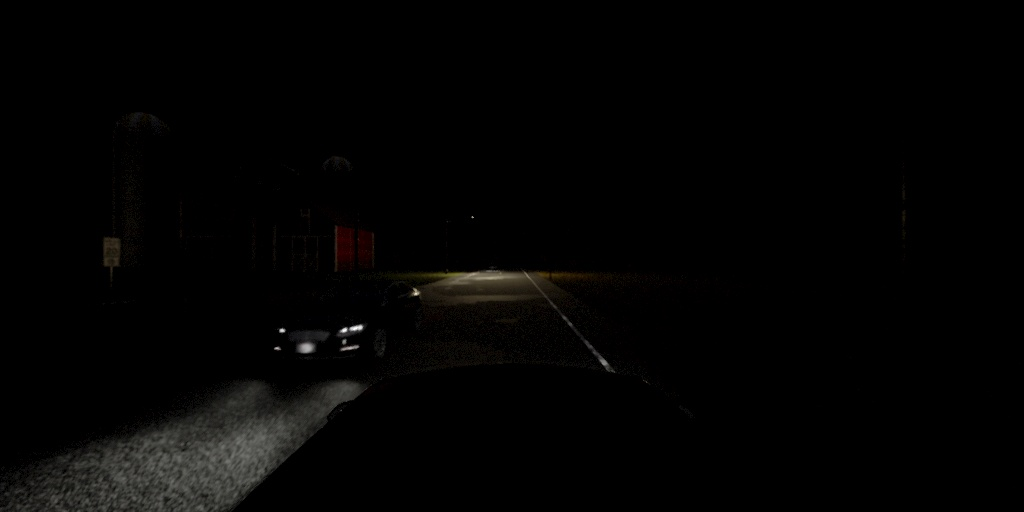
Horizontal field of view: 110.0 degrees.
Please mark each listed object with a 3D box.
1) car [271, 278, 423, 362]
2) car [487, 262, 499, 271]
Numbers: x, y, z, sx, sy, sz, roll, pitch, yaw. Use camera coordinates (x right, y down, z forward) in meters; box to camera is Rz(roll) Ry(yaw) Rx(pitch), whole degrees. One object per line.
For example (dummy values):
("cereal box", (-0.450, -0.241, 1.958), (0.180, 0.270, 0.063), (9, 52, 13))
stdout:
("car", (-3.477, 1.310, 8.517), (2.128, 1.511, 4.902), (0, 0, 0))
("car", (-3.317, 1.822, 62.979), (2.033, 1.411, 5.357), (0, 0, 0))
